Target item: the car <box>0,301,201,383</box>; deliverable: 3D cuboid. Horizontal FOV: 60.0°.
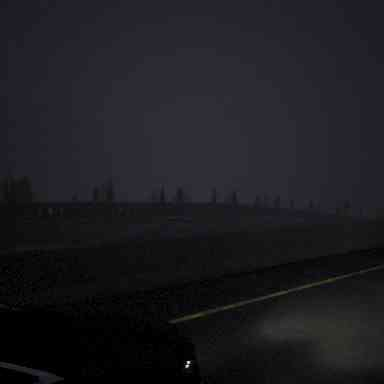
[{"bbox_3d":[-2.145,1.491,2.217,4.902,1.511,2.128,0,0,-35],"label":"car"}]
